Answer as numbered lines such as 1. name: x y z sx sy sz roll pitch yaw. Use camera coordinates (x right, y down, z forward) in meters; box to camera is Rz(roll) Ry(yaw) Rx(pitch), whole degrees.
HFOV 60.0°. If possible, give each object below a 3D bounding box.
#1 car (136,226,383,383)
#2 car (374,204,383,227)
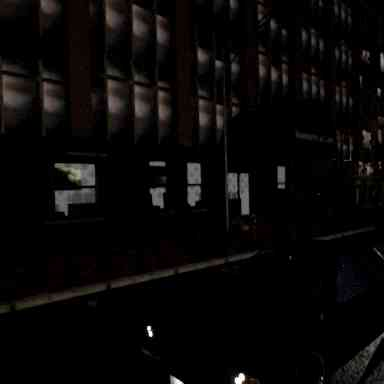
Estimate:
1. car: 1.840 1.510 5.103 5.357 1.411 2.033 -1 0 -42
2. car: 11.151 1.103 16.973 5.009 1.841 2.192 -1 0 -42
